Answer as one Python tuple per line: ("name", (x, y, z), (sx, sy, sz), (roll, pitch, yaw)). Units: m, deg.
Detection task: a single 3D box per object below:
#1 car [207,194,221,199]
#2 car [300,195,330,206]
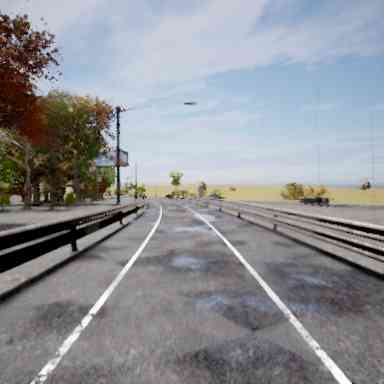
("car", (5.197, 1.217, 80.009), (2.097, 1.767, 4.553), (-1, 0, -23))
("car", (18.278, 1.237, 49.713), (2.128, 1.511, 4.902), (-1, 0, -23))
